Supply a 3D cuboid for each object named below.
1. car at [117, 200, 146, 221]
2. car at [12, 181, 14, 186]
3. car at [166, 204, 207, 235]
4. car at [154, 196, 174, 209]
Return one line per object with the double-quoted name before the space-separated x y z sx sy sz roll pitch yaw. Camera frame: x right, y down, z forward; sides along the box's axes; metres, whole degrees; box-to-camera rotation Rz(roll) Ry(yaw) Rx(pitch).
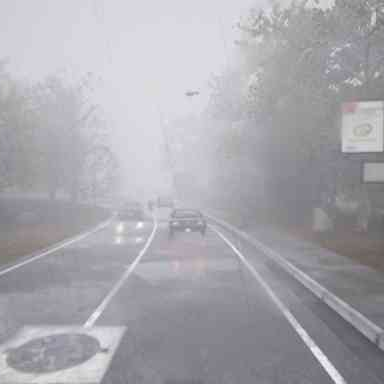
"car" -4.840 1.459 26.873 1.837 1.490 4.892 -1 0 -7
"car" -43.531 -2.028 77.653 1.882 1.535 5.008 0 5 4
"car" -0.351 1.564 18.524 1.895 1.301 4.718 0 0 -4
"car" -3.219 1.138 38.447 2.033 1.411 5.357 -1 3 -12
